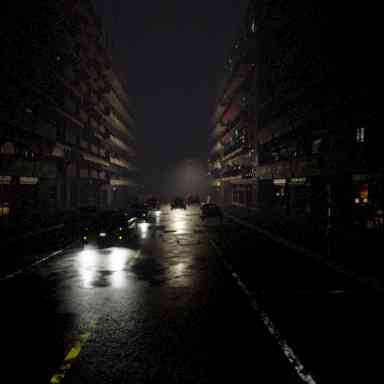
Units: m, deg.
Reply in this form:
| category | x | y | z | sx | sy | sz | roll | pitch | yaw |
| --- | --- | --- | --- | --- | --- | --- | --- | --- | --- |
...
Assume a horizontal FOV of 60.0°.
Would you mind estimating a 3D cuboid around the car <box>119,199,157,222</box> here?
| category | x | y | z | sx | sy | sz | roll | pitch | yaw |
| --- | --- | --- | --- | --- | --- | --- | --- | --- | --- |
| car | -4.200 | 1.530 | 26.375 | 2.033 | 1.411 | 5.357 | 0 | 0 | -2 |

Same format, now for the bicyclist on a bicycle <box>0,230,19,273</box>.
| category | x | y | z | sx | sy | sz | roll | pitch | yaw |
| --- | --- | --- | --- | --- | --- | --- | --- | --- | --- |
| bicyclist on a bicycle | -5.643 | 1.448 | 9.209 | 1.656 | 1.620 | 0.582 | 0 | 0 | -2 |

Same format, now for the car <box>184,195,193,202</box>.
| category | x | y | z | sx | sy | sz | roll | pitch | yaw |
| --- | --- | --- | --- | --- | --- | --- | --- | --- | --- |
| car | -0.753 | 1.490 | 77.916 | 1.947 | 1.339 | 4.313 | -1 | 0 | -3 |

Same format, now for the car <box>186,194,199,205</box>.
| category | x | y | z | sx | sy | sz | roll | pitch | yaw |
| --- | --- | --- | --- | --- | --- | --- | --- | --- | --- |
| car | -0.008 | 1.264 | 60.939 | 2.192 | 1.841 | 5.009 | -1 | 0 | -3 |

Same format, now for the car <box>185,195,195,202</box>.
| category | x | y | z | sx | sy | sz | roll | pitch | yaw |
| --- | --- | --- | --- | --- | --- | --- | --- | --- | --- |
| car | -0.507 | 1.478 | 72.257 | 1.887 | 1.381 | 4.507 | -1 | 0 | -3 |

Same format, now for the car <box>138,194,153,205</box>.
| category | x | y | z | sx | sy | sz | roll | pitch | yaw |
| --- | --- | --- | --- | --- | --- | --- | --- | --- | --- |
| car | -8.344 | 1.264 | 60.507 | 2.192 | 1.841 | 5.009 | -1 | 0 | -3 |

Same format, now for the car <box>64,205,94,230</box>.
| category | x | y | z | sx | sy | sz | roll | pitch | yaw |
| --- | --- | --- | --- | --- | --- | --- | --- | --- | --- |
| car | -6.578 | 1.532 | 20.896 | 1.887 | 1.381 | 4.507 | -1 | 0 | -3 |

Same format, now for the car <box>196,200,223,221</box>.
| category | x | y | z | sx | sy | sz | roll | pitch | yaw |
| --- | --- | --- | --- | --- | --- | --- | --- | --- | --- |
| car | 1.507 | 1.565 | 26.987 | 1.802 | 1.307 | 4.206 | -1 | 0 | -3 |

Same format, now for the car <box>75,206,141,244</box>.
| category | x | y | z | sx | sy | sz | roll | pitch | yaw |
| --- | --- | --- | --- | --- | --- | --- | --- | --- | --- |
| car | -3.732 | 1.555 | 15.570 | 1.994 | 1.385 | 4.181 | 0 | 0 | -2 |

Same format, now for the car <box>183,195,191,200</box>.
| category | x | y | z | sx | sy | sz | roll | pitch | yaw |
| --- | --- | --- | --- | --- | --- | --- | --- | --- | --- |
| car | -1.479 | 1.461 | 94.893 | 1.947 | 1.339 | 4.313 | -1 | 0 | -3 |

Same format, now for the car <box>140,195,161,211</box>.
| category | x | y | z | sx | sy | sz | roll | pitch | yaw |
| --- | --- | --- | --- | --- | --- | --- | --- | --- | --- |
| car | -4.847 | 1.477 | 40.590 | 1.837 | 1.490 | 4.892 | 0 | -1 | -3 |

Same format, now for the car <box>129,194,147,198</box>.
| category | x | y | z | sx | sy | sz | roll | pitch | yaw |
| --- | --- | --- | --- | --- | --- | --- | --- | --- | --- |
| car | -7.589 | 1.283 | 43.531 | 2.192 | 1.841 | 5.009 | -1 | 0 | -3 |

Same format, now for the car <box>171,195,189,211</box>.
| category | x | y | z | sx | sy | sz | roll | pitch | yaw |
| --- | --- | --- | --- | --- | --- | --- | --- | --- | --- |
| car | -1.659 | 1.496 | 41.057 | 1.812 | 1.442 | 4.674 | 0 | 0 | -3 |

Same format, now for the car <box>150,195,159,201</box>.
| category | x | y | z | sx | sy | sz | roll | pitch | yaw |
| --- | --- | --- | --- | --- | --- | --- | --- | --- | --- |
| car | -9.347 | 1.480 | 83.146 | 1.947 | 1.339 | 4.313 | -1 | 0 | -3 |

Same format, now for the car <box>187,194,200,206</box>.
| category | x | y | z | sx | sy | sz | roll | pitch | yaw |
| --- | --- | --- | --- | --- | --- | --- | --- | --- | --- |
| car | 0.244 | 1.271 | 55.279 | 2.192 | 1.841 | 5.009 | -1 | 0 | -3 |

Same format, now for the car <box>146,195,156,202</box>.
| category | x | y | z | sx | sy | sz | roll | pitch | yaw |
| --- | --- | --- | --- | --- | --- | --- | --- | --- | --- |
| car | -8.843 | 1.477 | 71.826 | 1.887 | 1.381 | 4.507 | -1 | 0 | -3 |

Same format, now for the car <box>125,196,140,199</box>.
| category | x | y | z | sx | sy | sz | roll | pitch | yaw |
| --- | --- | --- | --- | --- | --- | --- | --- | --- | --- |
| car | -7.326 | 1.498 | 37.702 | 1.752 | 1.417 | 4.829 | -1 | 0 | -3 |
